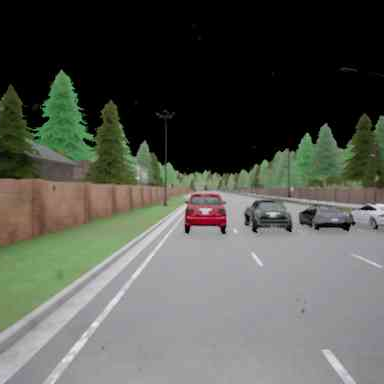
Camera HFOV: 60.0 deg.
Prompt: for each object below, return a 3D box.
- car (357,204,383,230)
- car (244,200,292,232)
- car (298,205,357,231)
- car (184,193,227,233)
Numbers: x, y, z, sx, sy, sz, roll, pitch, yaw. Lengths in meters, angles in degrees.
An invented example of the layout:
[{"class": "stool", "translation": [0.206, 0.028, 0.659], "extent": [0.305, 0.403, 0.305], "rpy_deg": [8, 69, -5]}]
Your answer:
[{"class": "car", "translation": [11.307, 1.436, 20.314], "extent": [1.812, 1.442, 4.674], "rpy_deg": [0, 0, 2]}, {"class": "car", "translation": [4.277, 1.232, 19.294], "extent": [2.097, 1.767, 4.553], "rpy_deg": [0, 0, 2]}, {"class": "car", "translation": [7.804, 1.458, 19.975], "extent": [1.994, 1.385, 4.181], "rpy_deg": [0, 0, 2]}, {"class": "car", "translation": [0.760, 1.086, 18.853], "extent": [2.150, 2.045, 5.566], "rpy_deg": [0, 0, 2]}]
